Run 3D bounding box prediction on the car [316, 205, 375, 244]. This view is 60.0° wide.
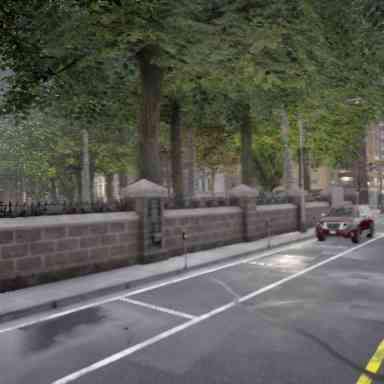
[{"bbox_3d":[8.461,1.650,18.113,2.192,1.841,5.009,-3,-2,40],"label":"car"}]
